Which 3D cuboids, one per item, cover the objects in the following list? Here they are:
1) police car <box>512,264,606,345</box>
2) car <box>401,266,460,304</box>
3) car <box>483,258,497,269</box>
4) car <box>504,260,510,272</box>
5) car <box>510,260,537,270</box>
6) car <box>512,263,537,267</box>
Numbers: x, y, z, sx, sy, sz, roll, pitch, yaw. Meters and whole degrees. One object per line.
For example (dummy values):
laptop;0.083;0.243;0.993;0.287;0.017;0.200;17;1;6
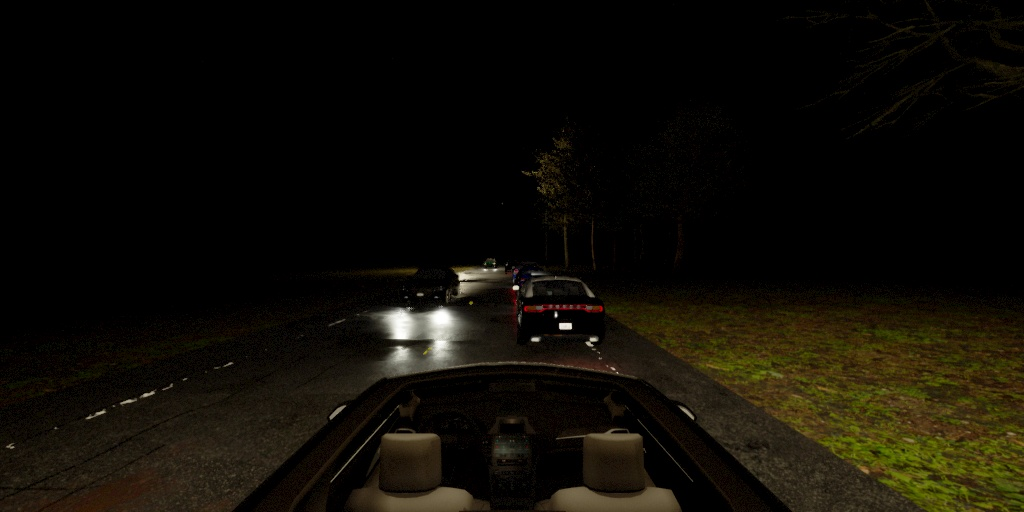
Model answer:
police car;1.053;1.178;9.635;1.930;1.638;5.238;0;0;0
car;-3.594;1.239;16.540;1.882;1.535;5.008;0;0;0
car;-3.562;1.203;59.138;2.097;1.767;4.553;0;0;0
car;0.041;1.346;46.810;1.837;1.490;4.892;0;0;0
car;1.059;1.133;25.497;2.097;1.767;4.553;0;0;0
car;1.057;1.293;19.526;1.812;1.442;4.674;0;0;0
